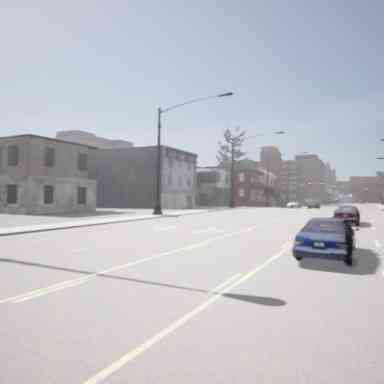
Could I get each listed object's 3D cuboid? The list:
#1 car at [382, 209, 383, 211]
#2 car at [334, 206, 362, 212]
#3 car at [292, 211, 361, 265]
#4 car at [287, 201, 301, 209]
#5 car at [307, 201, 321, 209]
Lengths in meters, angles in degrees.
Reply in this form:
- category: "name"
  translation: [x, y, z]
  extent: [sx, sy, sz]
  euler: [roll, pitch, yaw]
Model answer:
- category: "car"
  translation: [15.557, 1.738, 24.946]
  extent: [1.837, 1.490, 4.892]
  euler: [0, 0, 28]
- category: "car"
  translation: [12.007, 1.756, 25.729]
  extent: [2.033, 1.411, 5.357]
  euler: [0, 0, 28]
- category: "car"
  translation: [5.071, 1.669, 12.405]
  extent: [2.033, 1.411, 5.357]
  euler: [0, 0, 28]
- category: "car"
  translation: [19.134, 2.395, 62.261]
  extent: [1.812, 1.442, 4.674]
  euler: [0, -2, 28]
- category: "car"
  translation: [22.273, 2.437, 60.699]
  extent: [2.033, 1.411, 5.357]
  euler: [0, -2, 28]
